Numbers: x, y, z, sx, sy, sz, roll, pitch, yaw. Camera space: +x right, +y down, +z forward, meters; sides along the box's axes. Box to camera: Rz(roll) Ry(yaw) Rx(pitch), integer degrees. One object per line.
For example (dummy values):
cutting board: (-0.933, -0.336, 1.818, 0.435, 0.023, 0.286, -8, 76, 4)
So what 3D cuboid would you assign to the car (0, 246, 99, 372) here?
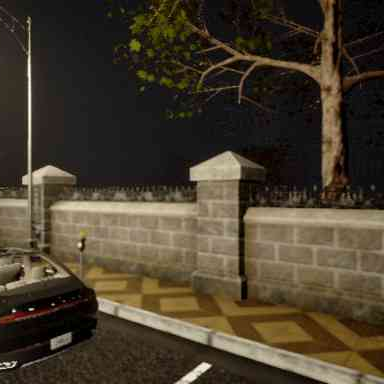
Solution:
car: (-3.341, 1.545, 5.264, 4.403, 1.369, 2.008, 0, 0, 36)
